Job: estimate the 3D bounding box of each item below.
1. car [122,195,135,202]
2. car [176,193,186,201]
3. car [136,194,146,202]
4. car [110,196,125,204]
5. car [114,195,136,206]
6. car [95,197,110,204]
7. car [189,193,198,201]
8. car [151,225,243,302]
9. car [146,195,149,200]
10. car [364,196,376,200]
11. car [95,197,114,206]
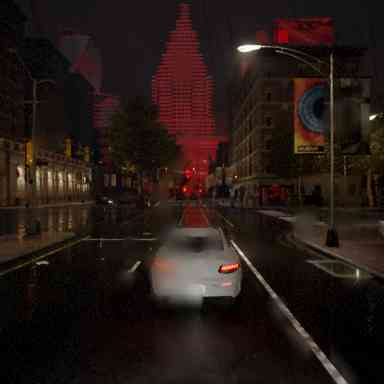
[{"bbox_3d":[-14.647,1.478,76.742,1.882,1.535,5.008,0,0,0],"label":"car"},{"bbox_3d":[-3.098,1.552,87.296,1.994,1.385,4.181,0,0,0],"label":"car"},{"bbox_3d":[-11.214,1.547,66.537,2.033,1.411,5.357,0,0,1],"label":"car"},{"bbox_3d":[-14.711,1.505,66.328,1.837,1.490,4.892,0,0,1],"label":"car"},{"bbox_3d":[-11.324,1.478,56.724,1.882,1.535,5.008,0,0,0],"label":"car"},{"bbox_3d":[-17.943,1.595,66.873,1.895,1.301,4.718,0,0,0],"label":"car"},{"bbox_3d":[0.400,1.355,86.898,2.097,1.767,4.553,0,0,0],"label":"car"},{"bbox_3d":[0.114,1.526,8.122,1.812,1.442,4.674,0,0,1],"label":"car"},{"bbox_3d":[-11.147,1.355,76.757,2.097,1.767,4.553,0,0,0],"label":"car"},{"bbox_3d":[34.758,1.481,68.023,2.231,1.521,4.892,0,0,0],"label":"car"},{"bbox_3d":[-14.823,1.547,56.789,2.033,1.411,5.357,0,0,0],"label":"car"}]
